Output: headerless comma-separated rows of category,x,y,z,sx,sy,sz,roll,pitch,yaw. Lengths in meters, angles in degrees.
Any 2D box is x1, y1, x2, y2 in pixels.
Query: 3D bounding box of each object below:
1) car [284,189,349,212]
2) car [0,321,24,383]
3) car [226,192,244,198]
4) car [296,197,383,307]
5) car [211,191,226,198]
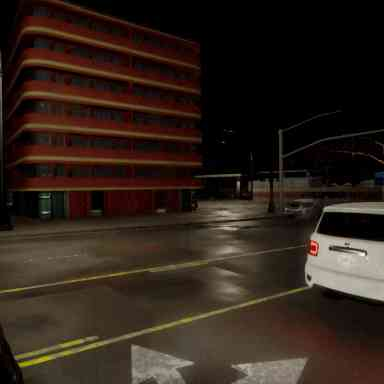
car,8.788,0.790,22.984,5.566,2.045,2.150,-1,0,-35
car,-3.661,1.222,1.141,5.566,2.045,2.150,0,0,-35
car,11.405,0.813,85.101,3.806,1.475,1.970,-1,1,-35
car,4.782,1.217,7.137,5.566,2.045,2.150,0,0,-35
car,7.439,0.667,89.327,4.611,1.667,2.242,-1,1,-35
